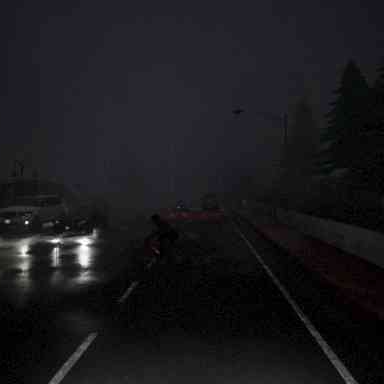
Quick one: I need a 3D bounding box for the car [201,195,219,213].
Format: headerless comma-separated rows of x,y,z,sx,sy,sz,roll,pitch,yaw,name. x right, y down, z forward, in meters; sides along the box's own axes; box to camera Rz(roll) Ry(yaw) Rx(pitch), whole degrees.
2.026,1.477,37.187,1.882,1.535,5.008,0,0,3,car

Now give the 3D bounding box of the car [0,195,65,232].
-9.594,1.224,20.342,2.150,2.045,5.566,0,0,3,car

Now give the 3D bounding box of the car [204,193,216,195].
2.562,1.221,47.164,2.150,2.045,5.566,0,0,3,car

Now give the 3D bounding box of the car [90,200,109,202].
-8.944,1.491,31.748,2.128,1.511,4.902,0,0,3,car

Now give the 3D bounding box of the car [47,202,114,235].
-6.135,1.525,19.056,1.812,1.442,4.674,0,0,3,car

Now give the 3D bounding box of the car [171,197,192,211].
-1.365,1.525,39.733,1.812,1.442,4.674,0,0,3,car

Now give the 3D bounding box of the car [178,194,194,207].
-0.841,1.477,49.062,1.882,1.535,5.008,0,0,3,car

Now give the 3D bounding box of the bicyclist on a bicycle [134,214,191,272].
-0.852,1.453,9.381,1.656,1.620,0.582,-2,0,3,bicyclist on a bicycle
